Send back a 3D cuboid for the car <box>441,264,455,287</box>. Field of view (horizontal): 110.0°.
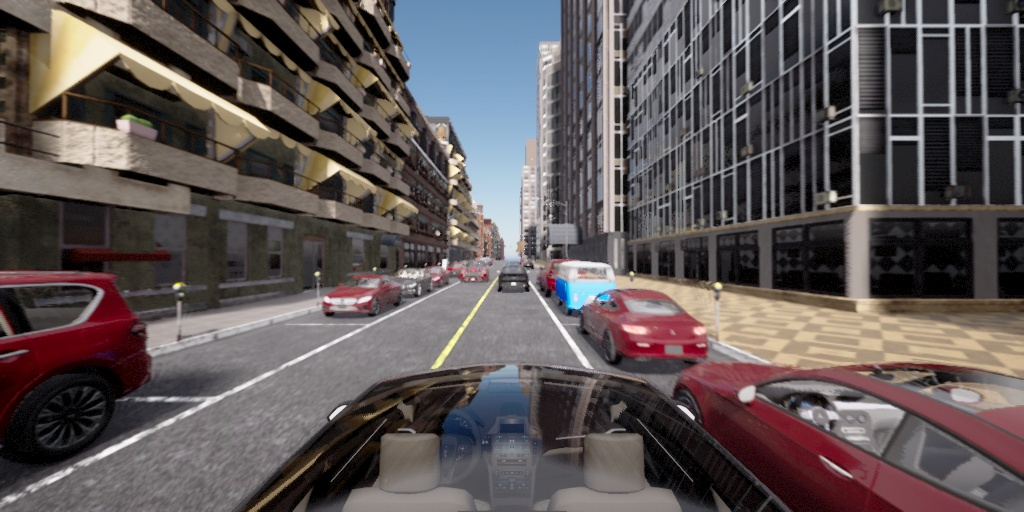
[{"bbox_3d":[-5.317,1.362,24.365,1.802,1.307,4.207,0,0,0],"label":"car"}]

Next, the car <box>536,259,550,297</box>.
[{"bbox_3d":[2.564,1.086,18.840,2.192,1.841,5.009,0,0,0],"label":"car"}]

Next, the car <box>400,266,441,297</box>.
[{"bbox_3d":[-5.317,1.322,18.829,2.007,1.370,4.403,0,0,0],"label":"car"}]

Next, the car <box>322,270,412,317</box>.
[{"bbox_3d":[-5.316,1.346,13.293,1.802,1.307,4.207,0,0,0],"label":"car"}]

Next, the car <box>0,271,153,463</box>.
[{"bbox_3d":[-5.315,1.065,2.222,2.192,1.841,5.009,0,0,0],"label":"car"}]

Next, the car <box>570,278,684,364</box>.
[{"bbox_3d":[2.565,1.338,7.771,1.802,1.307,4.207,0,0,0],"label":"car"}]

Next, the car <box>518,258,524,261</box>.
[{"bbox_3d":[0.084,1.313,39.068,1.837,1.490,4.892,0,0,0],"label":"car"}]

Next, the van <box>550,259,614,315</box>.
[{"bbox_3d":[2.565,1.104,13.304,1.690,1.789,3.998,0,0,0],"label":"van"}]

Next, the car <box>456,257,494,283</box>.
[{"bbox_3d":[-2.848,1.139,28.442,2.097,1.767,4.553,0,0,0],"label":"car"}]

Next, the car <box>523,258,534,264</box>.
[{"bbox_3d":[2.559,1.417,57.588,1.948,1.339,4.313,0,0,0],"label":"car"}]

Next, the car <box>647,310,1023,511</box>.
[{"bbox_3d":[2.566,1.332,2.234,1.802,1.307,4.207,0,0,0],"label":"car"}]

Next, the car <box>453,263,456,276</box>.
[{"bbox_3d":[-5.319,1.344,35.437,1.888,1.381,4.507,0,0,0],"label":"car"}]

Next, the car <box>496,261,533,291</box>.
[{"bbox_3d":[0.094,1.284,22.256,1.837,1.490,4.892,0,0,0],"label":"car"}]
